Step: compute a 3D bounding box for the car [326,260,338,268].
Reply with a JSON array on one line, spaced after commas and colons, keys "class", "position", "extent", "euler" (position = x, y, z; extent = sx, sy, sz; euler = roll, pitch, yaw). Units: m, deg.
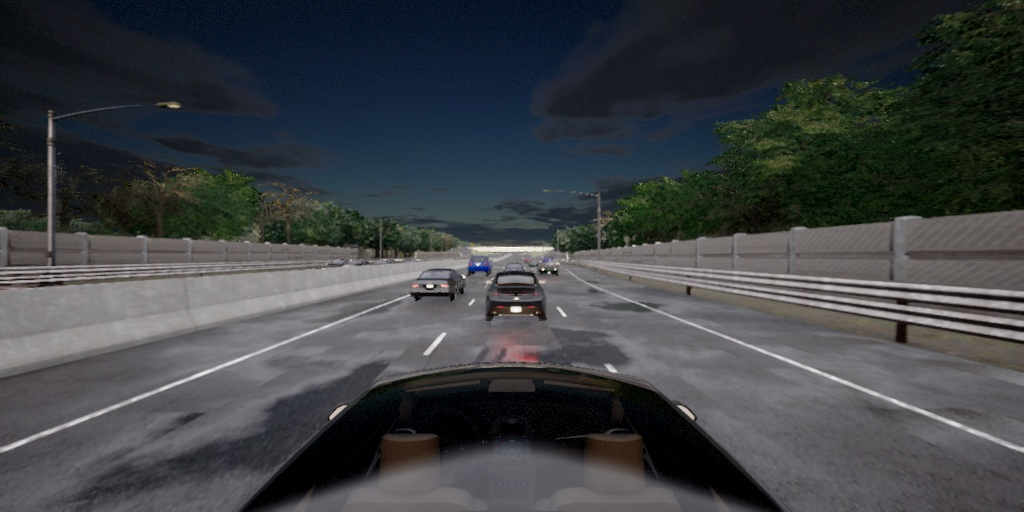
[{"class": "car", "position": [-23.598, 1.288, 49.453], "extent": [2.033, 1.411, 5.357], "euler": [0, 0, -2]}]

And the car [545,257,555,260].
[{"class": "car", "position": [7.321, 1.361, 63.009], "extent": [1.895, 1.301, 4.718], "euler": [0, 0, 2]}]

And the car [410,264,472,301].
[{"class": "car", "position": [-3.372, 1.291, 17.210], "extent": [2.033, 1.411, 5.357], "euler": [0, 0, 0]}]

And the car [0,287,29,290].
[{"class": "car", "position": [-14.090, 1.224, 7.669], "extent": [1.882, 1.535, 5.008], "euler": [0, 0, 0]}]

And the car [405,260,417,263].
[{"class": "car", "position": [-13.815, 1.306, 49.861], "extent": [1.994, 1.385, 4.181], "euler": [0, 0, 1]}]

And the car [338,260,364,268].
[{"class": "car", "position": [-20.835, 1.230, 48.284], "extent": [2.128, 1.511, 4.902], "euler": [0, 0, 1]}]

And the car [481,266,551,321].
[{"class": "car", "position": [0.120, 1.251, 12.478], "extent": [1.837, 1.490, 4.892], "euler": [0, 0, 0]}]

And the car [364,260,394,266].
[{"class": "car", "position": [-17.340, 1.287, 48.135], "extent": [2.033, 1.411, 5.357], "euler": [0, 0, 1]}]

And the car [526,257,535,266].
[{"class": "car", "position": [3.923, 1.318, 63.927], "extent": [1.994, 1.385, 4.181], "euler": [0, 0, 1]}]

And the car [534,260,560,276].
[{"class": "car", "position": [3.645, 1.332, 37.218], "extent": [1.895, 1.301, 4.718], "euler": [0, 0, 0]}]

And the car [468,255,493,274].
[{"class": "car", "position": [-3.256, 0.960, 37.075], "extent": [2.150, 2.045, 5.566], "euler": [0, 0, 0]}]

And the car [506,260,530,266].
[{"class": "car", "position": [0.205, 1.288, 31.316], "extent": [2.033, 1.411, 5.357], "euler": [0, 0, 0]}]
